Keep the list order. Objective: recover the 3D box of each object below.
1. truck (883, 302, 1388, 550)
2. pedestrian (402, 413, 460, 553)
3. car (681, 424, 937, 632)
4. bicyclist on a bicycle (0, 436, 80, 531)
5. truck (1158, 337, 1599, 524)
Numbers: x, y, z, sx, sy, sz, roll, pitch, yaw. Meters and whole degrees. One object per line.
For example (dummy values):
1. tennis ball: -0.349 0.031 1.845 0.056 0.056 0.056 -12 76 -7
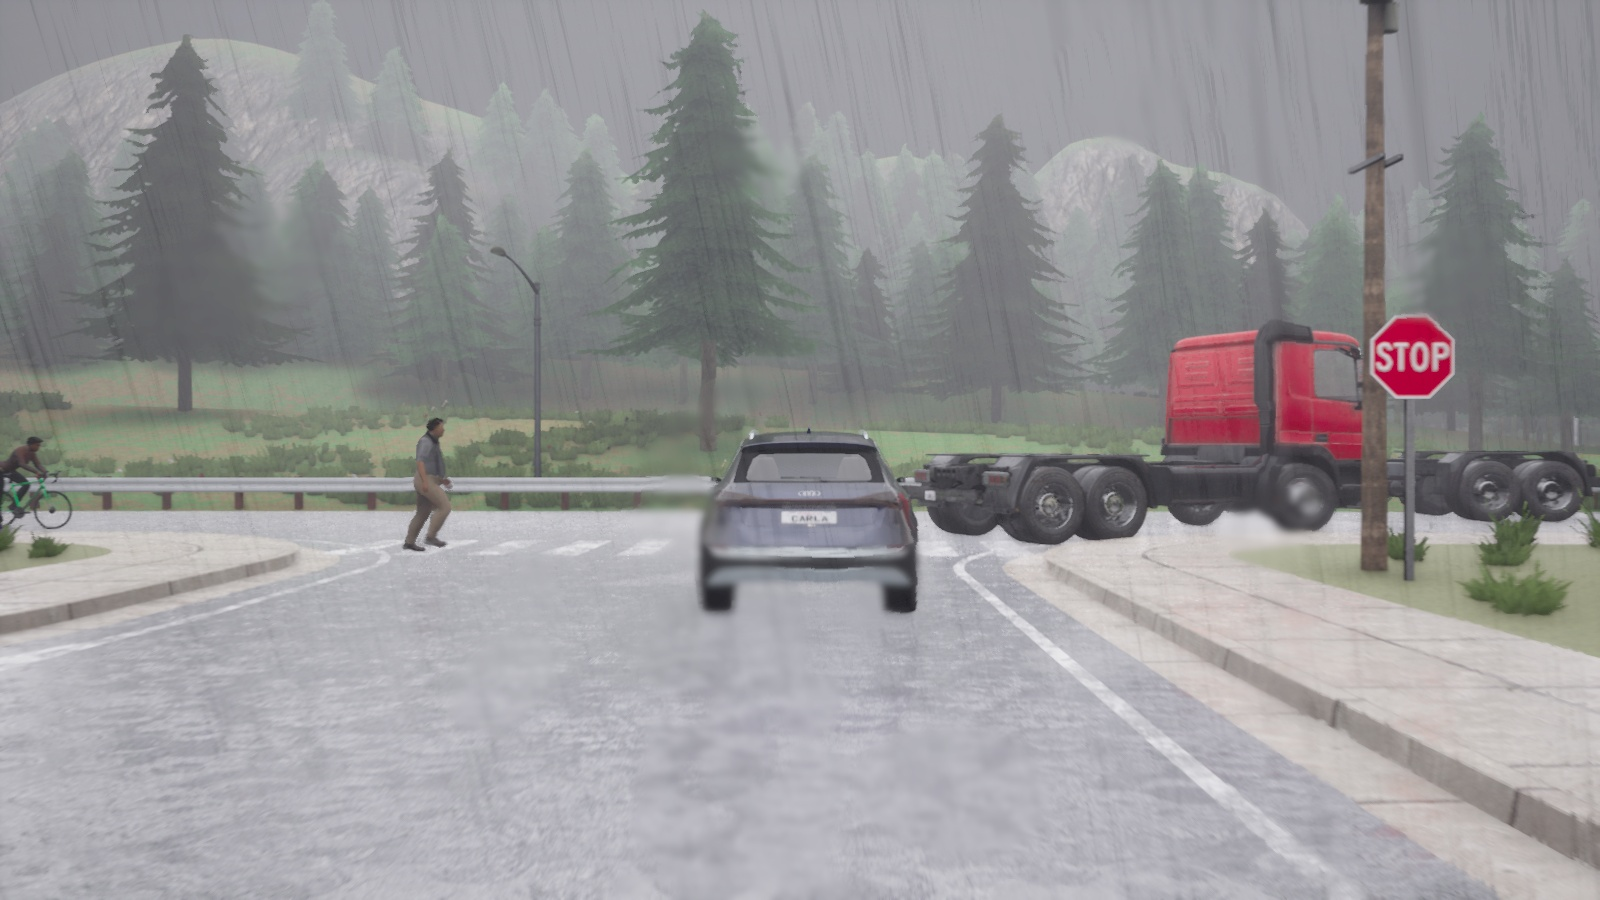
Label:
1. truck: 5.549 -0.347 20.493 7.936 3.462 2.891 0 0 -25
2. pedestrian: -4.940 0.434 16.840 0.694 1.848 0.540 0 0 -10
3. car: 0.086 0.607 12.408 2.033 1.649 4.856 0 0 0
4. bicyclist on a bicycle: -13.510 0.565 21.821 1.656 1.620 0.582 0 0 1
5. truck: 11.422 -0.365 24.736 7.936 3.462 2.891 0 0 1
